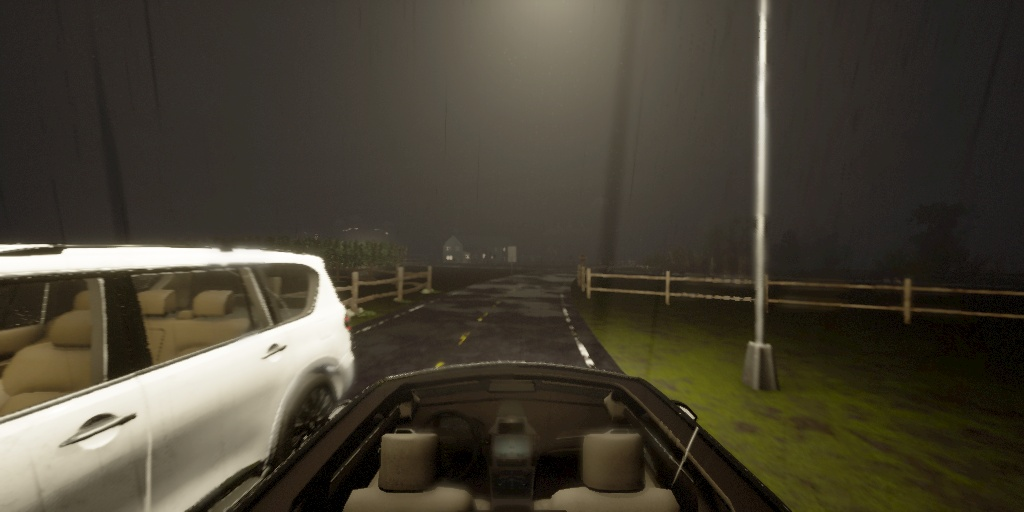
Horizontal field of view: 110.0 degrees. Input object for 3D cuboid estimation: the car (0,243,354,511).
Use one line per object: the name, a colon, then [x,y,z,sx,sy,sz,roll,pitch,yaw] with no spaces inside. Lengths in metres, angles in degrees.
car: [-2.822,0.938,1.681,2.150,2.045,5.566,1,0,1]
